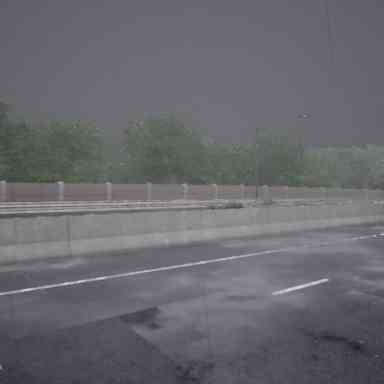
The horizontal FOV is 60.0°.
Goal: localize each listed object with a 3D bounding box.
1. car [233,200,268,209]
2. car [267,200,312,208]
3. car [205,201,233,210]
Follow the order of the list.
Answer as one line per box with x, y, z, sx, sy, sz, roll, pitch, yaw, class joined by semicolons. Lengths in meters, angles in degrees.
6.367;1.482;30.029;4.892;1.490;1.837;0;0;-35;car
8.584;1.541;27.310;4.181;1.385;1.994;0;0;-35;car
3.504;1.577;32.287;4.718;1.301;1.895;0;0;-35;car
